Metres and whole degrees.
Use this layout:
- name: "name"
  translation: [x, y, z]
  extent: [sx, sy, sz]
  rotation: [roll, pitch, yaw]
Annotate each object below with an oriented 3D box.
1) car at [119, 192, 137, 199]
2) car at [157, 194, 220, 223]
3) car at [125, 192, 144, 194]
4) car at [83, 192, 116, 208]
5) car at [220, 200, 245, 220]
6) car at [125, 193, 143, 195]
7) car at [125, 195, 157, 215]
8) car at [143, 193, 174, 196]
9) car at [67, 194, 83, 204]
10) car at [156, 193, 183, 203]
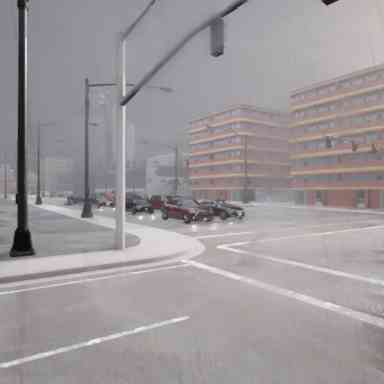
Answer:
- name: "car"
  translation: [-13.298, 0.711, 68.525]
  extent: [1.837, 1.490, 4.892]
  rotation: [0, 0, -34]
- name: "car"
  translation: [-0.369, 1.241, 24.414]
  extent: [2.097, 1.767, 4.553]
  rotation: [0, 1, -34]
- name: "car"
  translation: [-8.921, 0.882, 55.748]
  extent: [2.128, 1.511, 4.902]
  rotation: [0, 1, -34]
- name: "car"
  translation: [-10.927, 1.083, 39.898]
  extent: [2.128, 1.511, 4.902]
  rotation: [0, 1, -34]
- name: "car"
  translation: [2.195, 1.374, 26.860]
  extent: [2.128, 1.511, 4.902]
  rotation: [0, 1, -35]
- name: "car"
  translation: [-8.433, 1.146, 42.454]
  extent: [1.994, 1.385, 4.181]
  rotation: [0, 1, -34]
- name: "car"
  translation: [-5.230, 1.331, 31.542]
  extent: [1.994, 1.385, 4.181]
  rotation: [0, 1, -34]
- name: "car"
  translation: [-2.808, 1.109, 34.204]
  extent: [2.097, 1.767, 4.553]
  rotation: [0, 1, -34]
- name: "car"
  translation: [-16.720, 1.010, 48.446]
  extent: [1.895, 1.301, 4.718]
  rotation: [0, 1, -34]
- name: "car"
  translation: [-3.773, 0.954, 54.593]
  extent: [2.128, 1.511, 4.902]
  rotation: [0, 1, -34]
